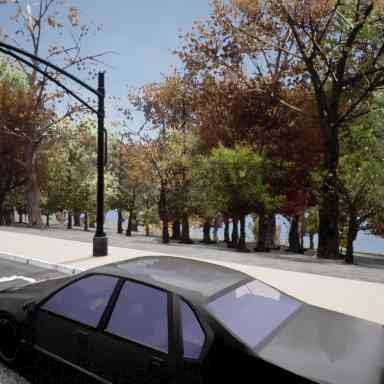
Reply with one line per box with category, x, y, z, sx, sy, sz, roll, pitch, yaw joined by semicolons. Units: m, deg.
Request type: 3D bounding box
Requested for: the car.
car;-0.528;1.547;4.055;5.357;1.411;2.033;0;0;35
